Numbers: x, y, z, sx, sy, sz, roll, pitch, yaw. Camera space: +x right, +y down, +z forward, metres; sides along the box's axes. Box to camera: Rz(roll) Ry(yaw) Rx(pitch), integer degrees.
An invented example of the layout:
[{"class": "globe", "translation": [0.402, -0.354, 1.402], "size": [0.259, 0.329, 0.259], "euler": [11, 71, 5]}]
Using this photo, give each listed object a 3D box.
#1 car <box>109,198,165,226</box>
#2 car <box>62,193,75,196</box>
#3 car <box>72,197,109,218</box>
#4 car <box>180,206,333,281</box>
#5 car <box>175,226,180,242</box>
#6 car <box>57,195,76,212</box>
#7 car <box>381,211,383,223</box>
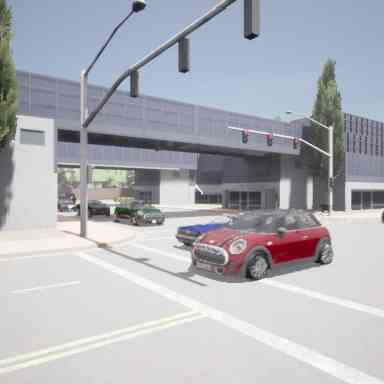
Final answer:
[{"class": "car", "translation": [-3.795, 1.352, 23.535], "size": [2.097, 1.767, 4.553], "euler": [0, 0, -36]}, {"class": "car", "translation": [-23.692, 1.221, 63.071], "size": [2.150, 2.045, 5.566], "euler": [0, 0, -36]}, {"class": "car", "translation": [-9.245, 1.478, 31.020], "size": [1.882, 1.535, 5.008], "euler": [0, 0, -36]}, {"class": "car", "translation": [2.180, 1.352, 9.963], "size": [4.553, 1.767, 2.097], "euler": [0, 0, -36]}, {"class": "car", "translation": [1.638, 1.601, 13.913], "size": [4.718, 1.301, 1.895], "euler": [0, 0, -37]}, {"class": "car", "translation": [-14.826, 1.492, 38.692], "size": [2.128, 1.511, 4.902], "euler": [0, 0, -36]}, {"class": "car", "translation": [15.712, 1.505, 24.420], "size": [4.892, 1.490, 1.837], "euler": [0, 0, -37]}]
